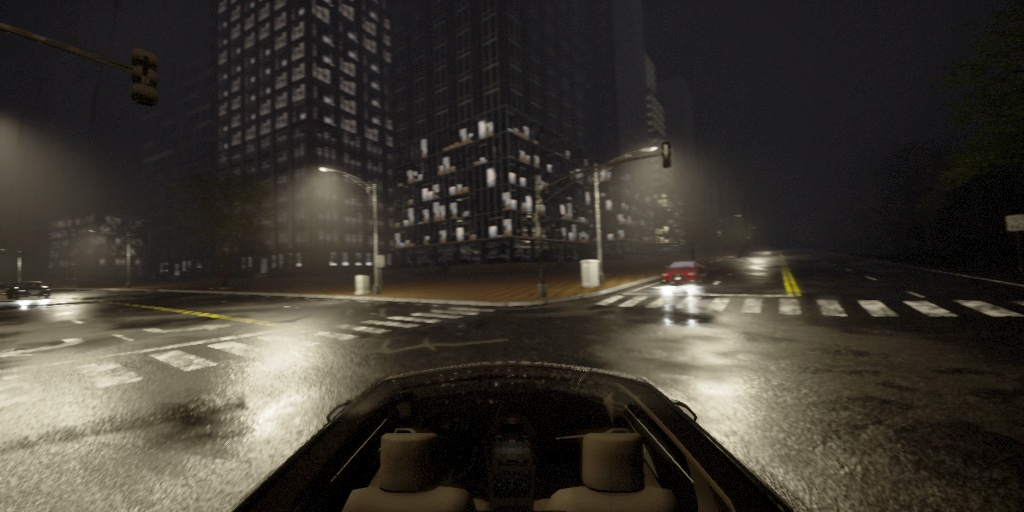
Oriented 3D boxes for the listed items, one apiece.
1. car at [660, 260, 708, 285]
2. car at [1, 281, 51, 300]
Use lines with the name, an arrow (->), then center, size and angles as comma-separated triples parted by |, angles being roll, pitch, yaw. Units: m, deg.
car -> 10.218, 0.966, 21.208 | 1.994, 1.385, 4.181 | -4, 0, 36
car -> -41.753, 2.949, 30.997 | 4.902, 1.511, 2.128 | -2, -2, 30
